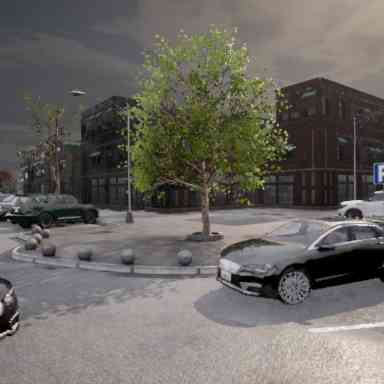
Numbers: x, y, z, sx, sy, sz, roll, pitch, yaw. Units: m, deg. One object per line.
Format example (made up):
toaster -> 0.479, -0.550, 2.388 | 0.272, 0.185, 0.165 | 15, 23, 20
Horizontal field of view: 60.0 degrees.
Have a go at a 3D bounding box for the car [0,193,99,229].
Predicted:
car -> -8.519, 1.134, 21.051 | 2.435, 2.045, 5.566 | 0, 0, 31

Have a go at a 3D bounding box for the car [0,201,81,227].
car -> -10.394, 1.417, 23.286 | 2.163, 1.488, 4.792 | 0, 0, 31

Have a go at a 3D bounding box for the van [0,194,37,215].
van -> -17.829, 1.170, 32.583 | 1.878, 1.987, 4.442 | 0, 0, 31

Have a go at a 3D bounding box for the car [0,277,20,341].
car -> -4.866, 1.485, 5.025 | 4.902, 1.511, 2.128 | 0, 1, 22

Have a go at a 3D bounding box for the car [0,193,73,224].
car -> -12.278, 1.138, 25.578 | 2.435, 2.045, 5.566 | 0, 0, 31

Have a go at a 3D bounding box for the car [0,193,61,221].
car -> -14.150, 1.140, 27.871 | 2.435, 2.045, 5.566 | 0, 0, 31

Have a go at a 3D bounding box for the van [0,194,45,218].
van -> -15.957, 1.168, 30.291 | 1.878, 1.987, 4.442 | 0, 0, 31

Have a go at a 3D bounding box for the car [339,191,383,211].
car -> 12.062, 0.904, 20.607 | 5.566, 2.045, 2.435 | -1, 0, 32

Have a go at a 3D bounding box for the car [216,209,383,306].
car -> 2.922, 1.375, 7.666 | 4.902, 1.511, 2.128 | -1, 1, -24
